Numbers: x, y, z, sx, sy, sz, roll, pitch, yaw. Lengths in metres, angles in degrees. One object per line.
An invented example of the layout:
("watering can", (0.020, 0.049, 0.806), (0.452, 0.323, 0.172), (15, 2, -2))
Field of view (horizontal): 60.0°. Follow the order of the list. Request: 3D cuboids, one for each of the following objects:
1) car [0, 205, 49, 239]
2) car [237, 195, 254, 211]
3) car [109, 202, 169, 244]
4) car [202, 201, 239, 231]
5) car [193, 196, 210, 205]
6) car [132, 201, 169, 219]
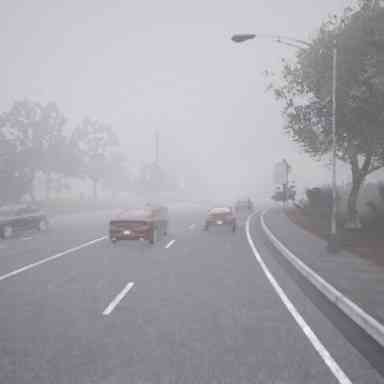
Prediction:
("car", (-9.402, 1.470, 17.321), (1.837, 1.490, 4.892), (0, 0, 7))
("car", (6.514, 1.521, 41.002), (2.128, 1.511, 4.902), (0, 0, 17))
("car", (-2.352, 1.470, 15.787), (1.882, 1.535, 5.008), (0, 0, 6))
("car", (1.878, 1.535, 20.906), (1.812, 1.442, 4.674), (0, 0, 8))
("car", (1.695, 1.485, 58.861), (2.128, 1.511, 4.902), (0, 0, 23))
("car", (-3.690, 1.584, 30.441), (1.895, 1.301, 4.718), (0, 0, 12))
